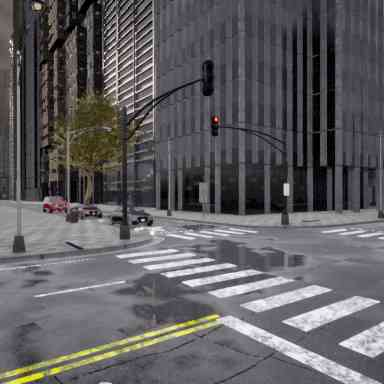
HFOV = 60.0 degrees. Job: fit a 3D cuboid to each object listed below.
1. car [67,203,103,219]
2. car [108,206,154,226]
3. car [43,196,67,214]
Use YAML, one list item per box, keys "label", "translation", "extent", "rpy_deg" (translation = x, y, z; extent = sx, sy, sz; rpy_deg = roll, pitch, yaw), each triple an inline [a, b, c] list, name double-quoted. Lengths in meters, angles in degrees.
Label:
- label: "car"
  translation: [-10.174, 1.816, 32.019]
  extent: [1.994, 1.385, 4.181]
  rpy_deg: [0, 0, -36]
- label: "car"
  translation: [-4.454, 1.728, 23.983]
  extent: [1.994, 1.385, 4.181]
  rpy_deg: [0, 0, -35]
- label: "car"
  translation: [-17.237, 1.591, 41.989]
  extent: [2.150, 2.045, 5.566]
  rpy_deg: [0, 0, -36]
